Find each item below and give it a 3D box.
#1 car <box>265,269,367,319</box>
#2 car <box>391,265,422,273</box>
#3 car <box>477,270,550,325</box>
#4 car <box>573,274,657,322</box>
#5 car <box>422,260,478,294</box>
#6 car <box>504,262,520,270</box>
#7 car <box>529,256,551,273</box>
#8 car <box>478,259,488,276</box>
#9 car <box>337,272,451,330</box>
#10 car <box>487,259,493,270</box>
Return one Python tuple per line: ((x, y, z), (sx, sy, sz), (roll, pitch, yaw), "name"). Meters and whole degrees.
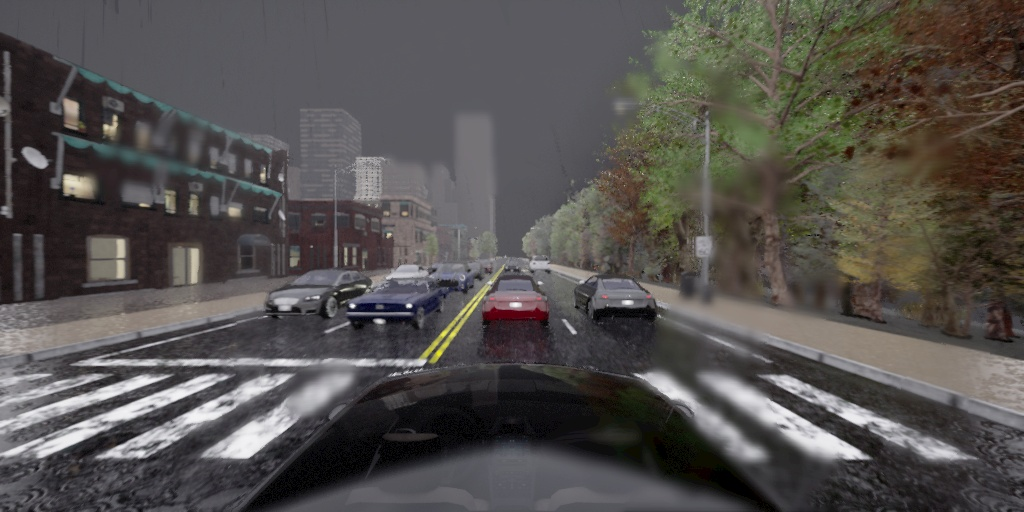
((-6.597, 1.247, 12.875), (2.128, 1.511, 4.902), (0, 0, 0), "car")
((-6.592, 1.286, 23.049), (1.812, 1.442, 4.674), (0, 0, 0), "car")
((0.101, 1.319, 11.893), (1.994, 1.385, 4.181), (0, 0, 0), "car")
((3.352, 1.320, 12.389), (1.994, 1.385, 4.181), (0, 0, 0), "car")
((-3.344, 1.112, 20.368), (2.097, 1.767, 4.553), (0, 0, 0), "car")
((0.001, 1.371, 42.470), (1.895, 1.301, 4.718), (0, 0, 0), "car")
((3.252, 0.992, 42.006), (2.150, 2.045, 5.566), (0, 0, 0), "car")
((-3.324, 1.269, 30.348), (1.837, 1.490, 4.892), (0, 0, 0), "car")
((-3.350, 1.356, 11.294), (1.895, 1.301, 4.718), (0, 0, 0), "car")
((-3.247, 1.121, 40.567), (2.097, 1.767, 4.553), (0, 0, 0), "car")
